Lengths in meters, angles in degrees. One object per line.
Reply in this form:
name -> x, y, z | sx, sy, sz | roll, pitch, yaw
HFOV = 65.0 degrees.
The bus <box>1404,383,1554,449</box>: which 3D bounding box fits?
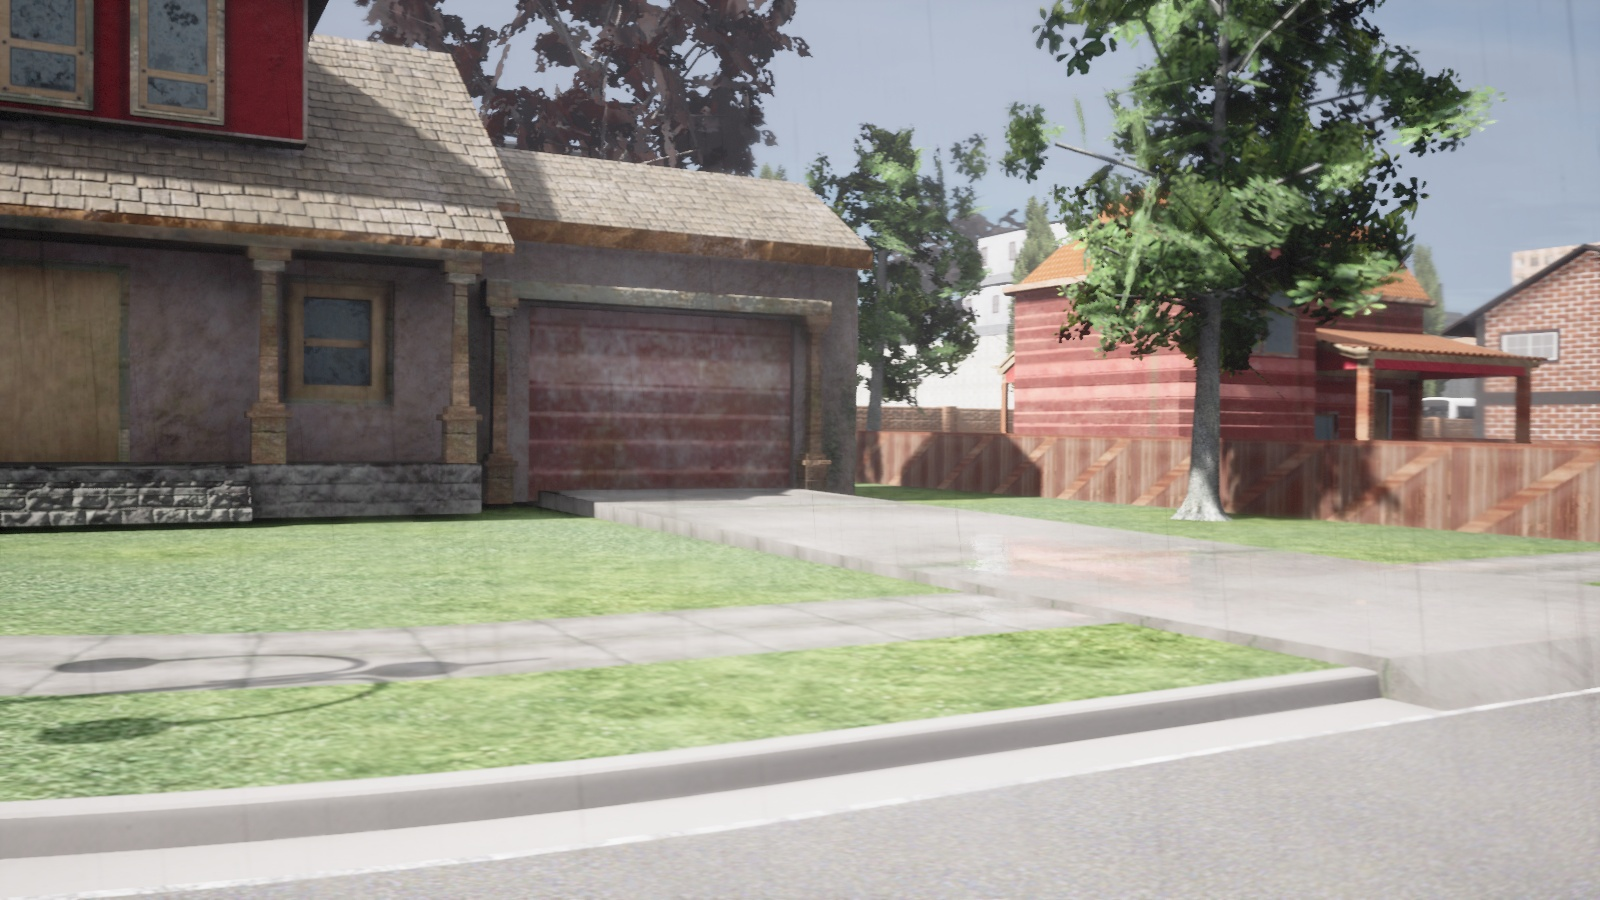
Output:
bus -> 46.188, -2.316, 85.323 | 10.273, 4.253, 3.944 | -1, 1, -28
